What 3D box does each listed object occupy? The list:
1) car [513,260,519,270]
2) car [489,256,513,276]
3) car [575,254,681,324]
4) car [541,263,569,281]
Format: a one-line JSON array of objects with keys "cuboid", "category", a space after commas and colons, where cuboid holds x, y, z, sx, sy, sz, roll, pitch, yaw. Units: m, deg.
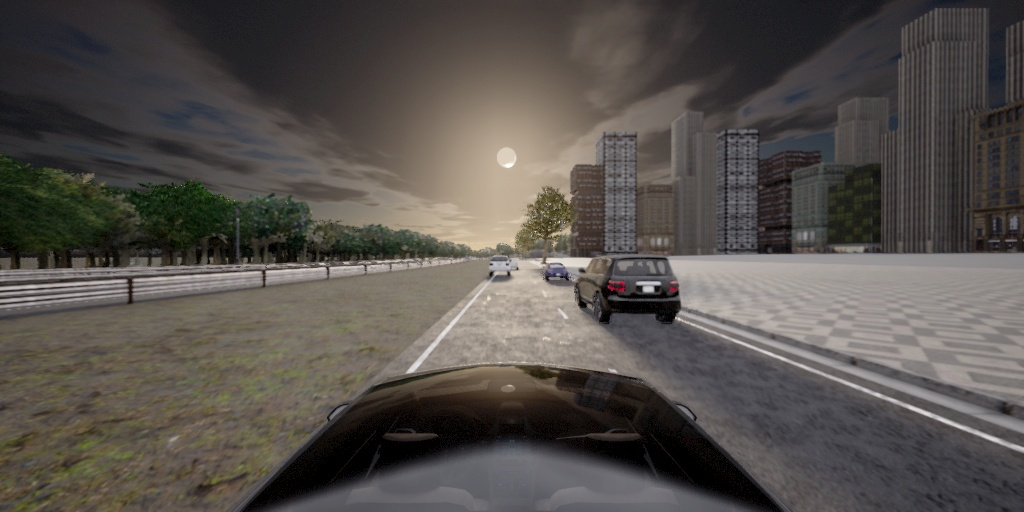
[{"cuboid": [0.008, 1.311, 54.704, 1.812, 1.442, 4.674, 0, 0, 0], "category": "car"}, {"cuboid": [-1.222, 0.978, 37.298, 2.150, 2.045, 5.566, 0, 0, 0], "category": "car"}, {"cuboid": [3.602, 0.967, 12.131, 2.150, 2.045, 5.566, 0, 0, 0], "category": "car"}, {"cuboid": [3.604, 1.272, 30.132, 1.812, 1.442, 4.674, 0, 0, 0], "category": "car"}]
